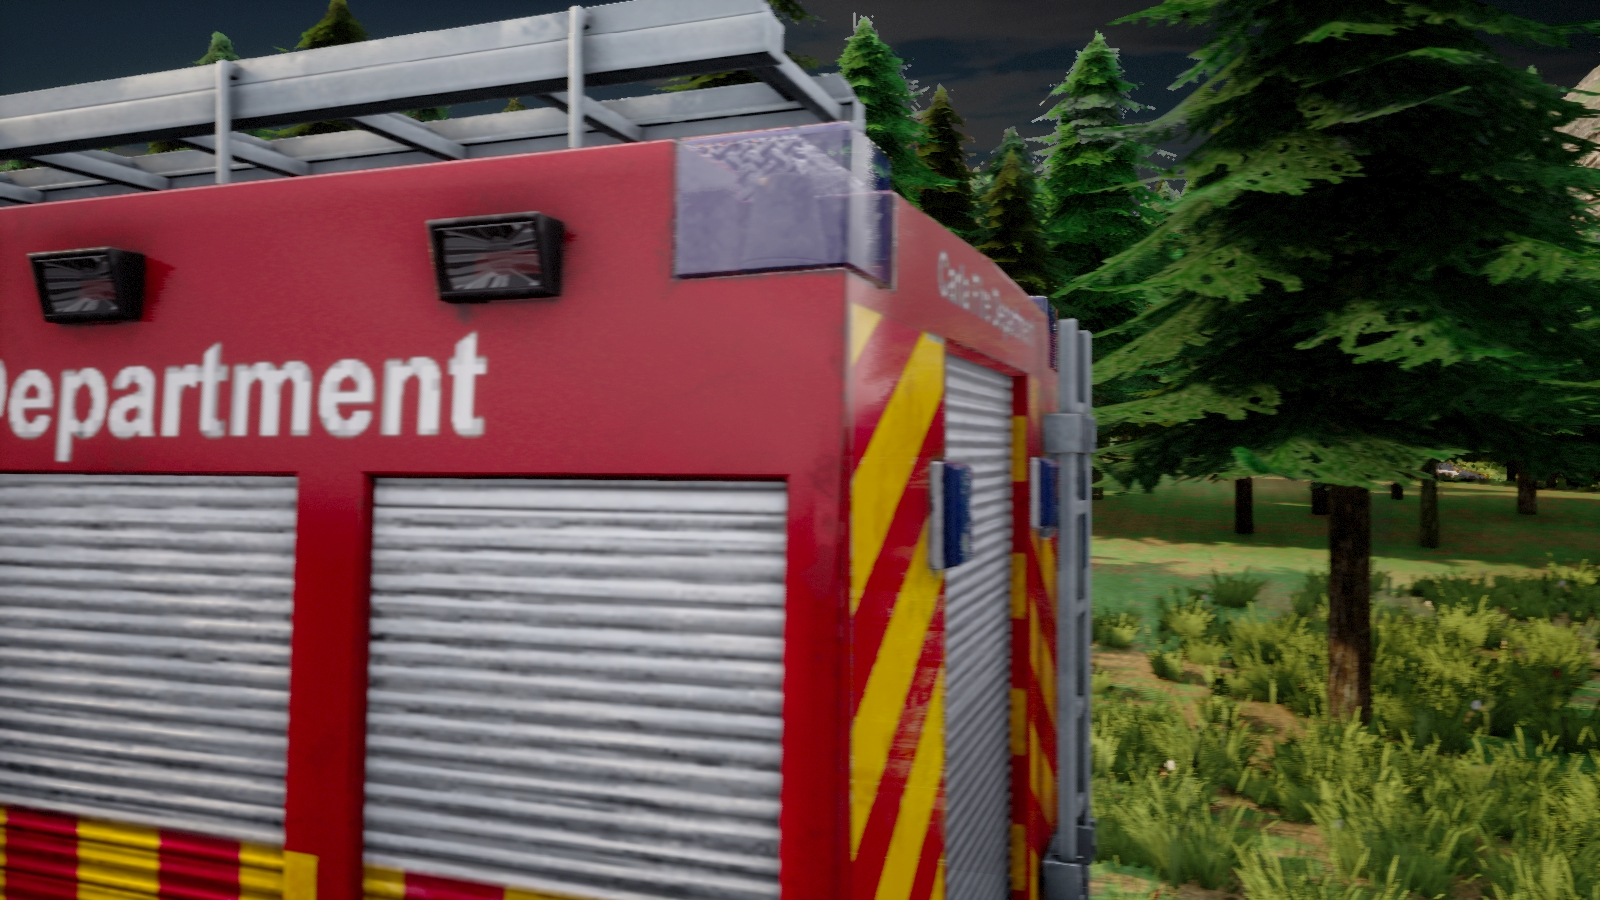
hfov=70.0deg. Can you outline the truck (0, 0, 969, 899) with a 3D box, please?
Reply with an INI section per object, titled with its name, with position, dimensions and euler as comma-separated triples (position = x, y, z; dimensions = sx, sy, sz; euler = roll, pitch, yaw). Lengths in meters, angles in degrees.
[truck]
position = -3.792, 0.750, 4.677
dimensions = 8.468, 3.827, 2.891
euler = 0, 0, 20
